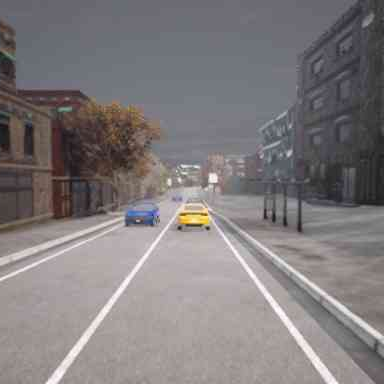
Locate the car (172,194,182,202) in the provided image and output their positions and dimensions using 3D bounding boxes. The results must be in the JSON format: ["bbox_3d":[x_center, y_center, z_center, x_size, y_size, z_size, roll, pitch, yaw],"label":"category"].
[{"bbox_3d":[-2.832,1.044,64.392,1.882,1.535,5.008,0,1,1],"label":"car"}]

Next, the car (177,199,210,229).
[{"bbox_3d":[0.109,1.469,21.360,1.882,1.535,5.008,0,0,0],"label":"car"}]

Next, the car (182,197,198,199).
[{"bbox_3d":[0.148,1.428,39.783,2.033,1.411,5.357,0,1,0],"label":"car"}]

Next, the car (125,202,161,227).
[{"bbox_3d":[-3.257,1.467,22.674,1.882,1.535,5.008,0,0,0],"label":"car"}]
